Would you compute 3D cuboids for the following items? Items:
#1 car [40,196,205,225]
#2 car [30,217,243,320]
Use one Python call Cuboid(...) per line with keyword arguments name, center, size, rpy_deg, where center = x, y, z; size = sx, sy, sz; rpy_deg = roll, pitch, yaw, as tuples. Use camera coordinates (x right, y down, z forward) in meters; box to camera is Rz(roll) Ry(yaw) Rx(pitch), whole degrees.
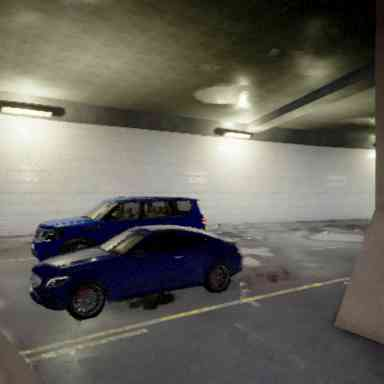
Cuboid(name="car", center=(-2.094, 1.165, 10.777), size=(5.566, 2.045, 2.150), rpy_deg=(0, 0, -32))
Cuboid(name="car", center=(-0.964, 1.488, 7.321), size=(4.674, 1.442, 1.812), rpy_deg=(0, 0, -32))
